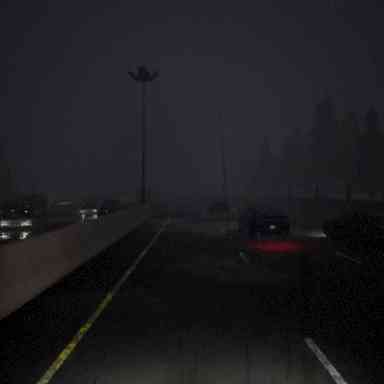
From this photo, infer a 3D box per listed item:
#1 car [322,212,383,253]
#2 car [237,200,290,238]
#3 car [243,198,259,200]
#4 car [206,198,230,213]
[{"bbox_3d":[7.105,1.503,13.440,2.033,1.411,5.357,0,0,0],"label":"car"},{"bbox_3d":[3.606,1.421,17.348,1.882,1.535,5.008,0,0,0],"label":"car"},{"bbox_3d":[6.226,1.362,35.421,1.882,1.535,5.008,0,0,-7],"label":"car"},{"bbox_3d":[2.702,1.362,35.411,1.882,1.535,5.008,0,0,-7],"label":"car"}]
